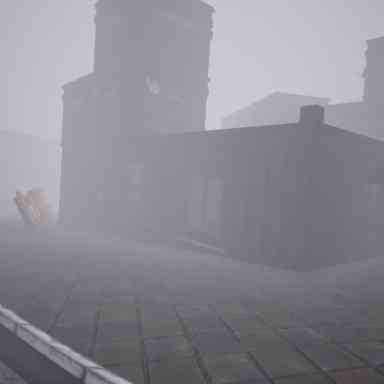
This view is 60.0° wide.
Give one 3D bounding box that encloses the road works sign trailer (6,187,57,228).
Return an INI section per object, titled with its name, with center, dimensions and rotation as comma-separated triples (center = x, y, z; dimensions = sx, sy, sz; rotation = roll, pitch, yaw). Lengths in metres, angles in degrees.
[road works sign trailer]
center = -10.518, 1.181, 21.013
dimensions = 2.880, 2.380, 3.560
rotation = -26, 7, -18

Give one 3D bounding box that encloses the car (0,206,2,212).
[car]
center = -23.757, 1.765, 38.122
dimensions = 1.994, 1.385, 4.181
rotation = 4, -1, -1
